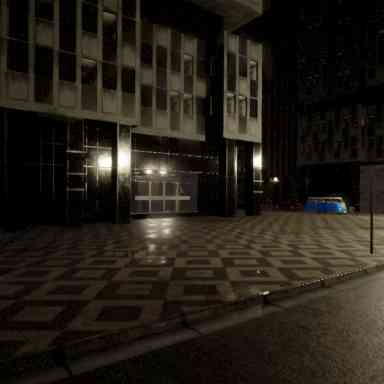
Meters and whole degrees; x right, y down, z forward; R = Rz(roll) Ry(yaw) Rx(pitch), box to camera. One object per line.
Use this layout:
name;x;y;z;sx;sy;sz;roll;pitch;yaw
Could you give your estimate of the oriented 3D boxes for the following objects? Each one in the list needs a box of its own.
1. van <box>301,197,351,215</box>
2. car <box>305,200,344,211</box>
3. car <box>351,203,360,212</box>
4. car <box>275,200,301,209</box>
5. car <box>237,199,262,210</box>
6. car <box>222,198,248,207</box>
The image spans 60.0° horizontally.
van;13.690;1.425;34.108;1.690;1.788;3.998;0;0;-36
car;17.339;1.749;43.665;2.008;1.369;4.403;0;0;-36
car;20.622;1.725;39.068;1.947;1.339;4.313;0;0;-36
car;14.056;1.818;48.262;1.802;1.307;4.206;0;0;-36
car;7.124;1.706;43.301;1.887;1.381;4.507;0;0;-36
car;7.391;1.839;57.594;1.752;1.417;4.829;0;0;-36
